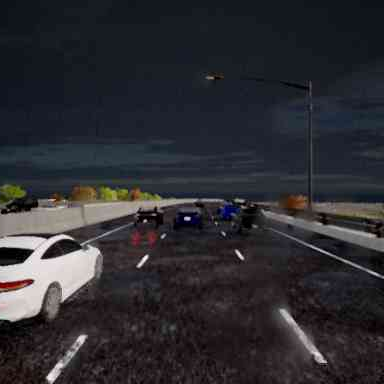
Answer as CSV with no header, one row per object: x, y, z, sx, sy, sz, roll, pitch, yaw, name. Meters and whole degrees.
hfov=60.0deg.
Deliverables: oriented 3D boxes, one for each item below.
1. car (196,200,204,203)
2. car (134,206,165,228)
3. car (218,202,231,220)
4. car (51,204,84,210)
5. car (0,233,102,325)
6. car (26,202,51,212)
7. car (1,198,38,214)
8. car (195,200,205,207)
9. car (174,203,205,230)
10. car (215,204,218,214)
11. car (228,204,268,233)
1.316,2.422,62.157,1.994,1.385,4.181,0,-1,3,car
-3.159,1.816,25.209,2.128,1.511,4.902,0,-1,1,car
3.871,1.904,32.575,1.882,1.535,5.008,0,-1,1,car
-13.604,2.044,38.015,2.033,1.411,5.357,0,-1,1,car
-3.364,1.615,7.204,1.812,1.442,4.674,0,-1,0,car
-17.076,2.112,39.119,1.895,1.301,4.718,0,-1,1,car
-20.551,1.747,40.181,2.150,2.045,5.566,0,-1,1,car
1.819,2.600,75.846,2.128,1.511,4.902,0,-1,3,car
-0.154,1.812,23.925,2.163,1.488,4.792,0,-1,3,car
4.135,2.084,43.524,2.163,1.488,4.792,0,-1,2,car
3.677,1.783,21.655,1.837,1.490,4.892,0,-1,1,car
